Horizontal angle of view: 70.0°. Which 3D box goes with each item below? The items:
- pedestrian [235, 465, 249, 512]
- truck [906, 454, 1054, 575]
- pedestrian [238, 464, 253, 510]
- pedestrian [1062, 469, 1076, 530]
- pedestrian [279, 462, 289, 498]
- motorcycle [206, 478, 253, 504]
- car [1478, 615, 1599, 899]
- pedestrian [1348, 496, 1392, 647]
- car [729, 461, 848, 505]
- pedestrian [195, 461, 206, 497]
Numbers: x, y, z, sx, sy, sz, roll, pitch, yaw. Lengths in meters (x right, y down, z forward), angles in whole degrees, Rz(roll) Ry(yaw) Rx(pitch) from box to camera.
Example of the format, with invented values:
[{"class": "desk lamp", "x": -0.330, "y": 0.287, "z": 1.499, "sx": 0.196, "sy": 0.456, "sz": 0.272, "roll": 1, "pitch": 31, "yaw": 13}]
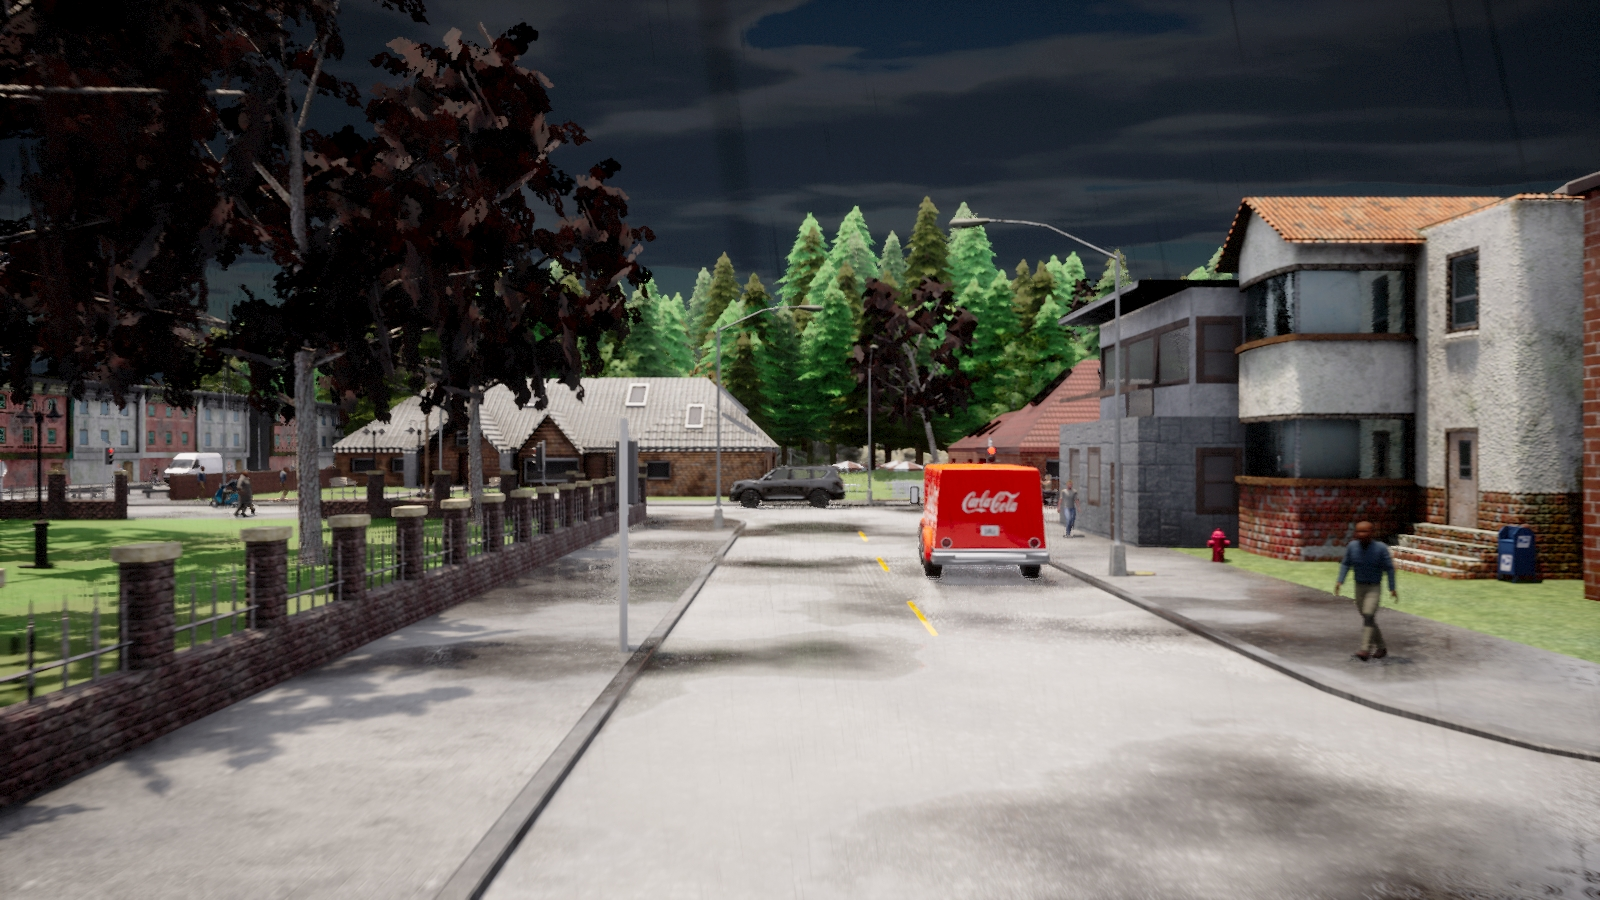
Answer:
[{"class": "pedestrian", "x": -22.235, "y": 1.524, "z": 45.520, "sx": 0.375, "sy": 1.860, "sz": 0.375, "roll": 0, "pitch": 0, "yaw": 0}, {"class": "truck", "x": 3.980, "y": 1.348, "z": 26.270, "sx": 2.627, "sy": 2.467, "sz": 5.204, "roll": 0, "pitch": 0, "yaw": 1}, {"class": "pedestrian", "x": -22.677, "y": 1.522, "z": 46.729, "sx": 0.375, "sy": 1.860, "sz": 0.375, "roll": 0, "pitch": 0, "yaw": 10}, {"class": "pedestrian", "x": 8.222, "y": 1.517, "z": 34.929, "sx": 0.375, "sy": 1.860, "sz": 0.375, "roll": 0, "pitch": 0, "yaw": 2}, {"class": "pedestrian", "x": -26.401, "y": 1.522, "z": 58.461, "sx": 0.375, "sy": 1.860, "sz": 0.375, "roll": 0, "pitch": 0, "yaw": -12}, {"class": "motorcycle", "x": -27.409, "y": 1.960, "z": 54.886, "sx": 1.805, "sy": 1.236, "sz": 0.856, "roll": 0, "pitch": 0, "yaw": 0}, {"class": "car", "x": 4.866, "y": 1.638, "z": 4.337, "sx": 3.866, "sy": 1.878, "sz": 1.905, "roll": 0, "pitch": 0, "yaw": -19}, {"class": "pedestrian", "x": 7.196, "y": 1.515, "z": 14.416, "sx": 0.375, "sy": 1.860, "sz": 0.375, "roll": 0, "pitch": 0, "yaw": -40}, {"class": "car", "x": -0.552, "y": 1.558, "z": 54.864, "sx": 5.566, "sy": 2.045, "sz": 2.150, "roll": 0, "pitch": 0, "yaw": 0}, {"class": "pedestrian", "x": -31.567, "y": 1.515, "z": 60.188, "sx": 0.375, "sy": 1.860, "sz": 0.375, "roll": 0, "pitch": 0, "yaw": 0}]
